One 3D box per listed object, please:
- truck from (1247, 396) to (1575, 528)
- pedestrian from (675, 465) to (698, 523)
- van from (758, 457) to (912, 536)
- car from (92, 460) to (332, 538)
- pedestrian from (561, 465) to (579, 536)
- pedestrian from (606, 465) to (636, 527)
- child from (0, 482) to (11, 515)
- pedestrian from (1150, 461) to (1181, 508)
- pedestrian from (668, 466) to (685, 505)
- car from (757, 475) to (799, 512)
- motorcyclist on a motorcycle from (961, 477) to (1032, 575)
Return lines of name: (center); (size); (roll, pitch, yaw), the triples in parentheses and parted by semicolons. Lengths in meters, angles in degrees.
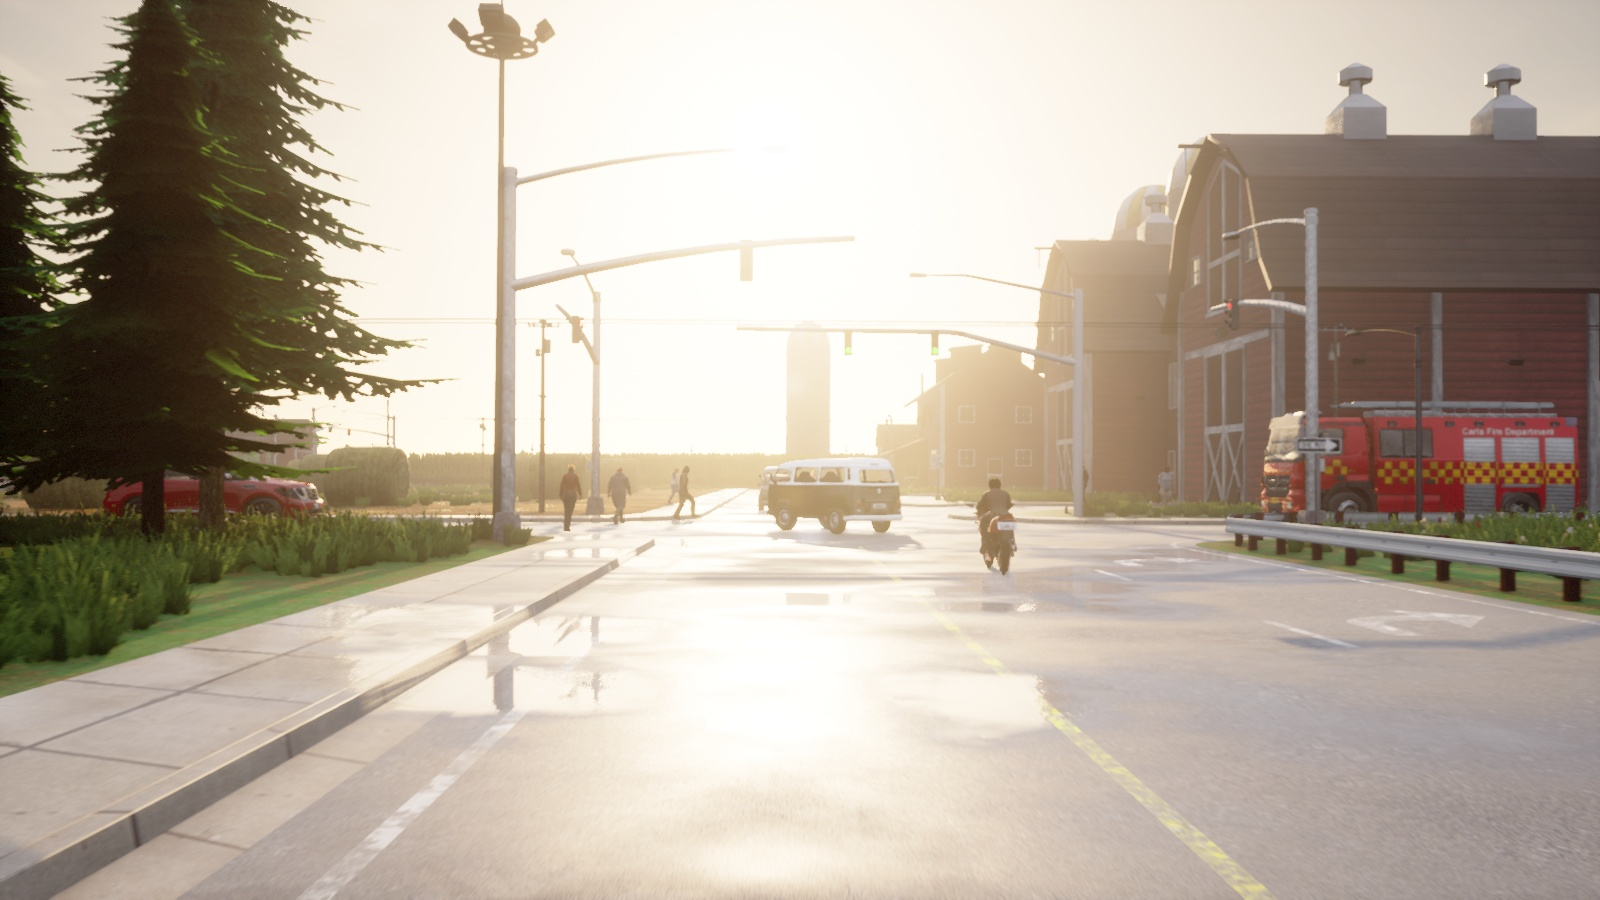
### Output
truck: (18.337, 0.369, 38.071); (8.468, 3.827, 2.891); (0, -1, 0)
pedestrian: (-3.796, 1.459, 41.931); (0.692, 1.930, 0.396); (0, -1, -21)
van: (0.889, 1.253, 34.898); (2.069, 2.038, 4.480); (1, -1, -34)
car: (-16.065, 1.322, 34.526); (5.566, 2.045, 2.150); (0, -1, 0)
pedestrian: (-6.113, 1.335, 33.378); (0.331, 1.846, 0.636); (0, -1, 1)
pedestrian: (-5.710, 1.461, 40.092); (0.659, 1.952, 0.873); (-1, -1, 17)
child: (-30.117, 1.835, 47.481); (0.437, 1.263, 0.270); (-1, -1, 14)
pedestrian: (14.711, 1.388, 50.571); (0.874, 1.855, 0.900); (0, -1, -13)
pedestrian: (-5.823, 1.693, 59.310); (0.706, 1.836, 0.354); (0, -1, 7)
car: (-0.966, 1.899, 54.978); (1.789, 1.549, 3.705); (0, -1, -1)
motorcyclist on a motorcycle: (3.184, 1.200, 20.533); (0.797, 1.523, 2.044); (0, -1, -1)
